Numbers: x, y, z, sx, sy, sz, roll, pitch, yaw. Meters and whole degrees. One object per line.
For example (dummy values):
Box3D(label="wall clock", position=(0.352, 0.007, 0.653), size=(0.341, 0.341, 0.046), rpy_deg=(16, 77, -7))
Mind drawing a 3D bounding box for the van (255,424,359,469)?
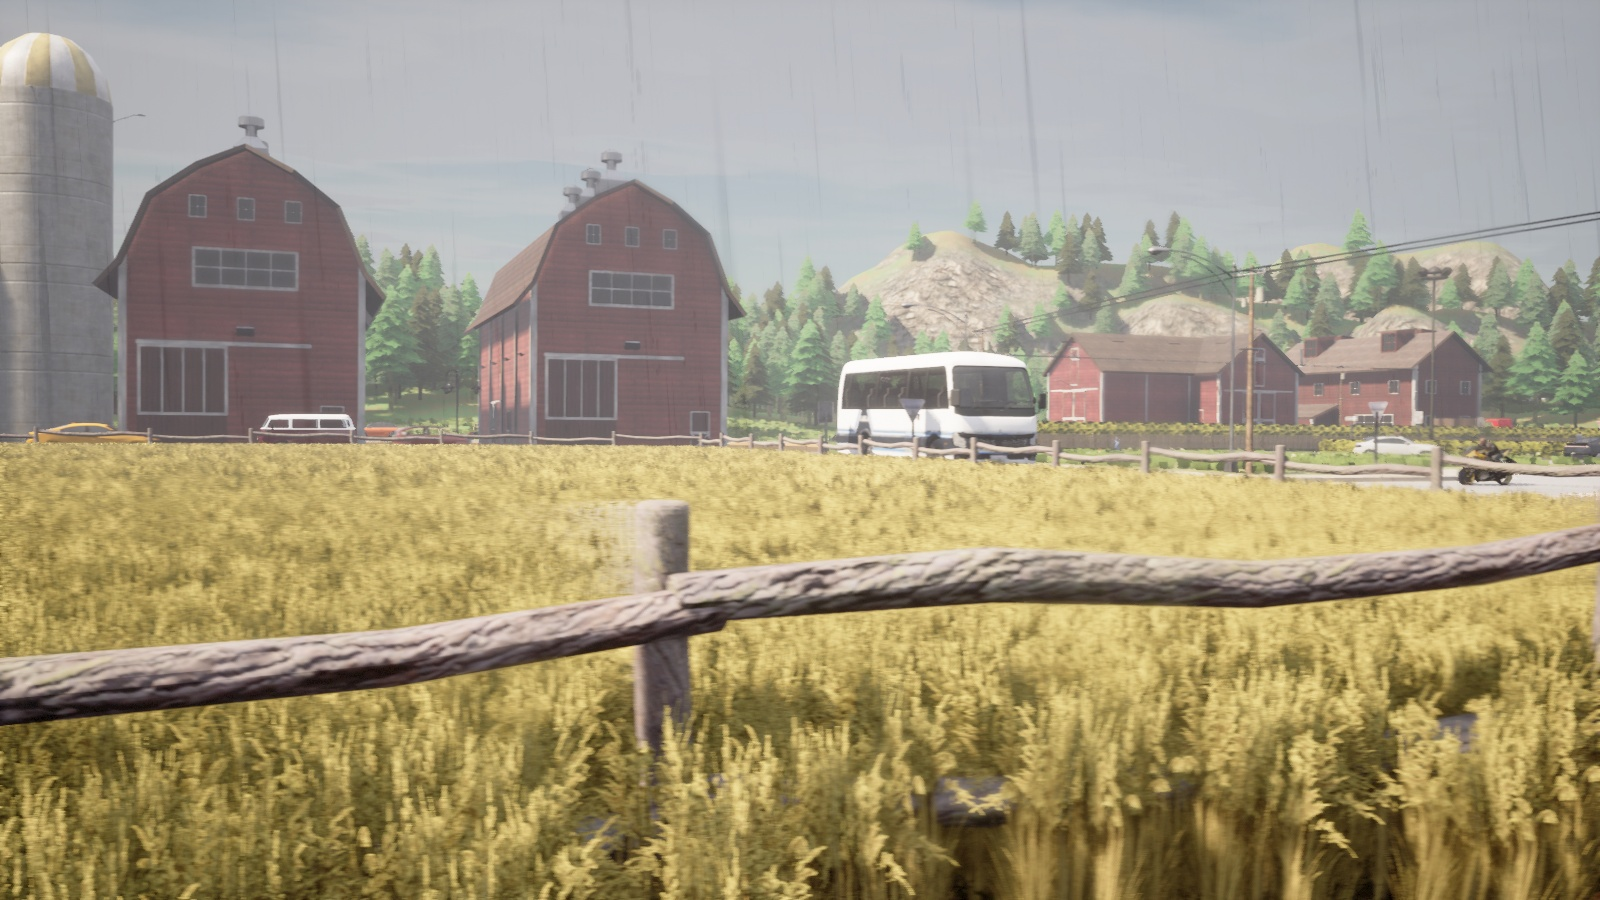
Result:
Box3D(label="van", position=(-23.507, -0.191, 59.852), size=(4.480, 2.038, 2.069), rpy_deg=(-1, 1, -24))

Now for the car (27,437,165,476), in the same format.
Box3D(label="car", position=(-29.756, 0.249, 53.262), size=(5.008, 1.535, 1.882), rpy_deg=(-1, 1, -26))

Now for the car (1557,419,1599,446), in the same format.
Box3D(label="car", position=(47.003, -1.038, 73.380), size=(4.902, 1.511, 2.128), rpy_deg=(-1, 1, -21))

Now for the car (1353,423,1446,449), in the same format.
Box3D(label="car", position=(34.366, -0.793, 72.024), size=(4.674, 1.442, 1.812), rpy_deg=(0, 1, 32))

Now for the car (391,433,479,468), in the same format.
Box3D(label="car", position=(-17.128, 0.003, 58.882), size=(3.705, 1.549, 1.789), rpy_deg=(-1, 1, -24))

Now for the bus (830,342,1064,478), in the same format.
Box3D(label="bus", position=(4.862, -1.382, 44.768), size=(3.944, 4.253, 10.273), rpy_deg=(-1, 1, -21))

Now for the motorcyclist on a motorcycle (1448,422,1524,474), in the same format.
Box3D(label="motorcyclist on a motorcycle", position=(21.251, -0.070, 38.911), size=(2.191, 1.530, 0.866), rpy_deg=(-1, 1, -22))
